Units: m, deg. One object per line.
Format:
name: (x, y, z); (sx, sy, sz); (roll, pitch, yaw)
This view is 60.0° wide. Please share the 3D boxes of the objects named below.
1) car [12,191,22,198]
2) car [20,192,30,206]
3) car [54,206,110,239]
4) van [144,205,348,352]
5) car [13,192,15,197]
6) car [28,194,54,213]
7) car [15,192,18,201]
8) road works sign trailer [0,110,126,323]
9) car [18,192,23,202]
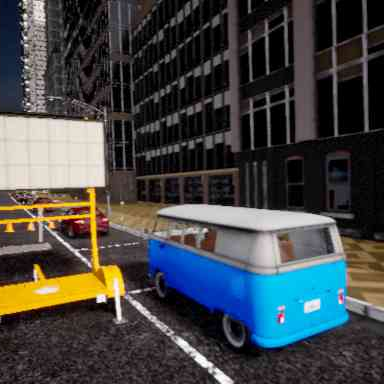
car: (-41.936, 0.544, 79.788); (1.887, 1.381, 4.507); (-2, 2, -30)
car: (-19.263, 1.020, 40.296); (2.008, 1.369, 4.403); (-2, 2, -30)
car: (-5.094, 1.304, 15.612); (1.802, 1.307, 4.206); (-2, 2, -30)
van: (0.567, 1.163, 5.734); (1.690, 1.788, 3.998); (-2, 2, -30)
car: (-30.602, 0.680, 60.039); (1.967, 1.590, 4.097); (-2, 2, -30)
car: (-13.595, 1.156, 30.423); (1.802, 1.307, 4.206); (-2, 2, -30)
car: (-27.768, 0.738, 55.103); (1.967, 1.590, 4.097); (-2, 2, -30)
road works sign trailer: (-2.794, 0.368, 6.124); (2.380, 3.560, 2.880); (-2, 2, -30)
car: (-22.097, 0.965, 45.232); (2.008, 1.369, 4.403); (-2, 2, -30)
